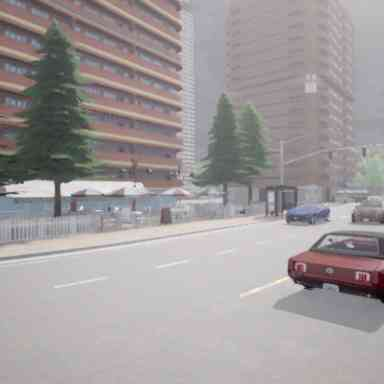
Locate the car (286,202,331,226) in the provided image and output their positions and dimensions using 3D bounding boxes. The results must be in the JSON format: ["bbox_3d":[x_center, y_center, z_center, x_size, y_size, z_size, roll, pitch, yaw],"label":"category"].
[{"bbox_3d":[8.581,1.512,24.378,1.882,1.535,5.008,-1,0,40],"label":"car"}]

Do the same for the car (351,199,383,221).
[{"bbox_3d":[13.395,1.364,24.680,2.097,1.767,4.553,-1,0,39],"label":"car"}]

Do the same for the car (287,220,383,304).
[{"bbox_3d":[4.259,1.605,8.219,1.895,1.301,4.718,-1,0,43],"label":"car"}]
